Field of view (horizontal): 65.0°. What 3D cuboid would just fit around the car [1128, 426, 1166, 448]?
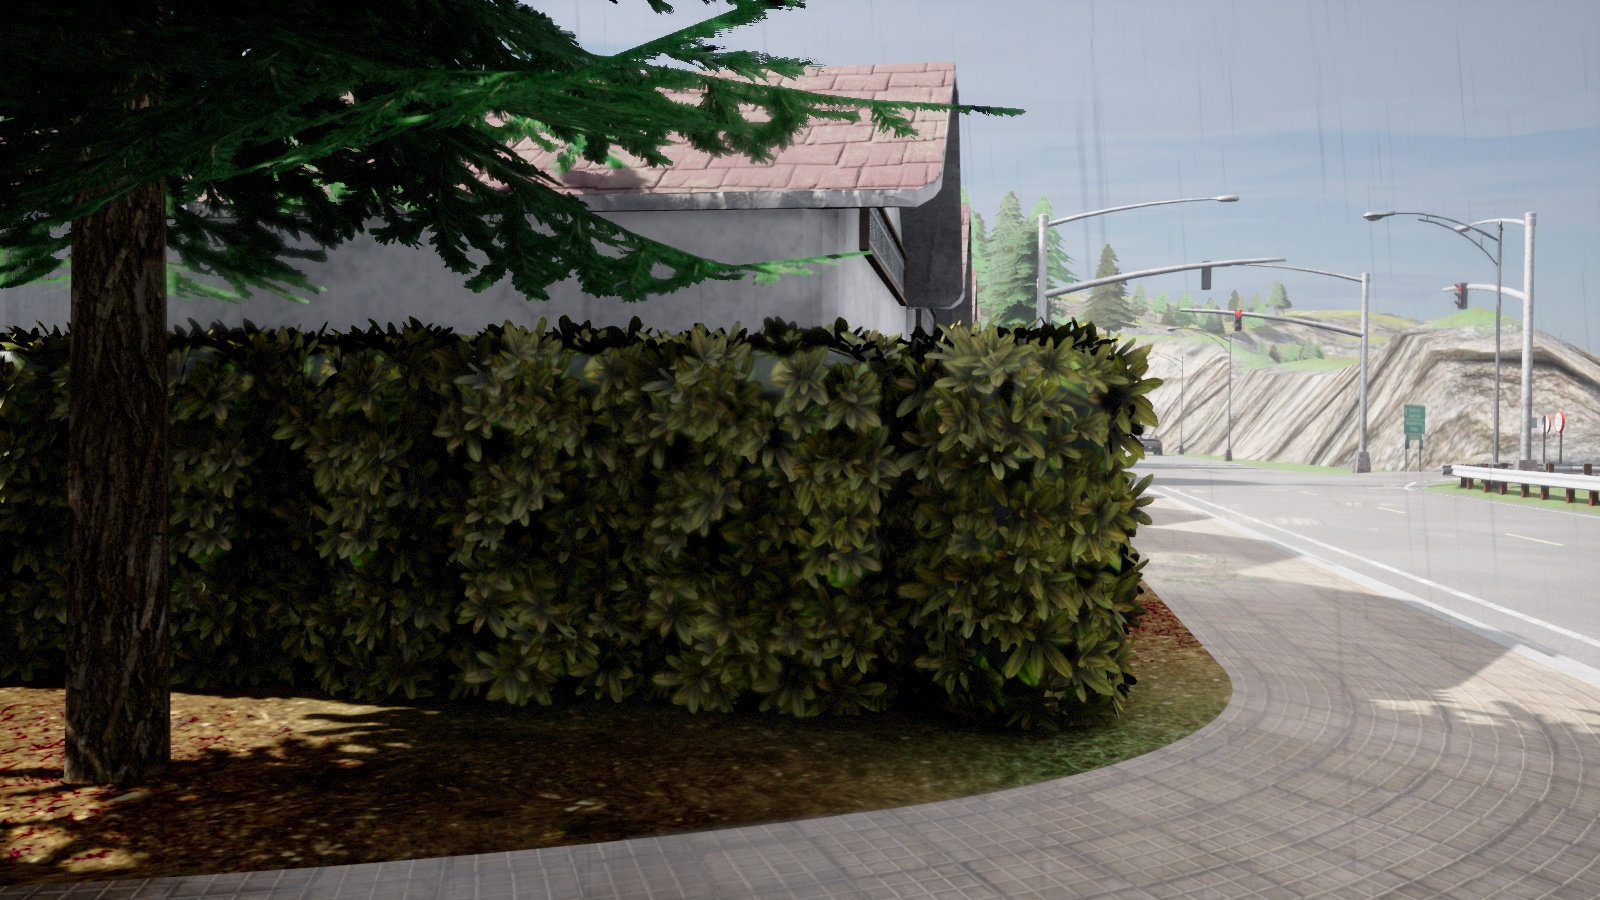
[{"bbox_3d":[24.929,-0.971,90.442,2.128,1.511,4.902,0,1,9],"label":"car"}]
